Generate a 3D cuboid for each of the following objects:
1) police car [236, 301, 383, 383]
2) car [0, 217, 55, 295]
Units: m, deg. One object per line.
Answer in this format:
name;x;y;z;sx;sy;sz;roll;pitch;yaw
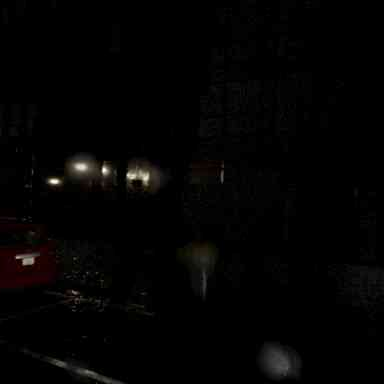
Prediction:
police car;3.058;1.715;3.184;5.238;1.638;1.930;1;-3;27
car;-5.563;1.514;8.082;5.009;1.841;2.192;1;-3;27
